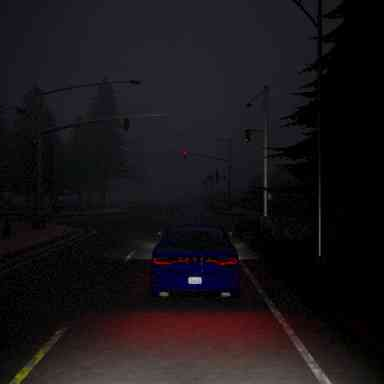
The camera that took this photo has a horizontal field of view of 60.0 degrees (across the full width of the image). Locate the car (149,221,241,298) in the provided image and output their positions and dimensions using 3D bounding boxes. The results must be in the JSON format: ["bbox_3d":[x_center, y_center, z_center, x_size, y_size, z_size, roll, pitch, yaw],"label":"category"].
[{"bbox_3d":[0.079,1.478,8.597,1.882,1.535,5.008,0,0,1],"label":"car"}]

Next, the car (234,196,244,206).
[{"bbox_3d":[8.958,1.144,49.548,4.605,1.855,1.932,0,0,0],"label":"car"}]

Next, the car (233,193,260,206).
[{"bbox_3d":[8.549,1.146,52.059,3.866,1.878,1.905,0,0,0],"label":"car"}]
